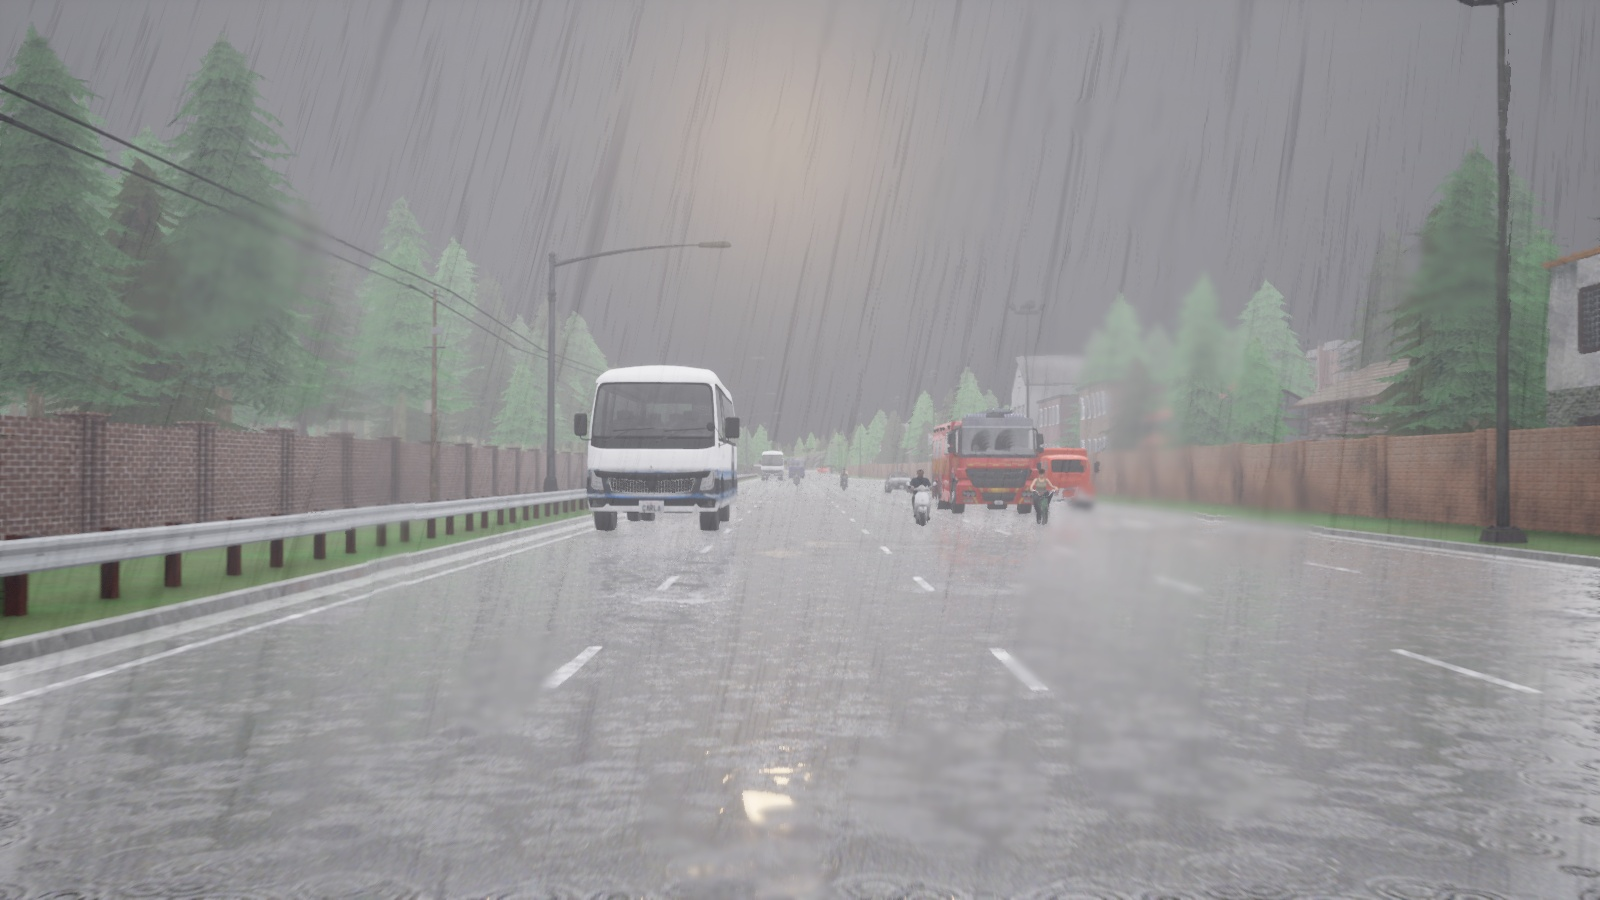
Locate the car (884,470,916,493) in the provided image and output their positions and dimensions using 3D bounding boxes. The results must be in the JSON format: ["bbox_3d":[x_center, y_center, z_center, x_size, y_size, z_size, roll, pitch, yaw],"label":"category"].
[{"bbox_3d":[6.789,2.138,85.802,1.816,1.474,4.193,0,-1,0],"label":"car"}]

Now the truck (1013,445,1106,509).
[{"bbox_3d":[10.373,1.075,50.634,2.627,2.467,5.204,0,-1,0],"label":"truck"}]

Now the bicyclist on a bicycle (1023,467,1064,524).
[{"bbox_3d":[6.917,1.280,35.763,0.866,1.612,1.509,0,-1,0],"label":"bicyclist on a bicycle"}]

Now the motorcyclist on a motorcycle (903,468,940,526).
[{"bbox_3d":[3.412,1.306,35.485,0.866,1.590,1.817,0,-1,0],"label":"motorcyclist on a motorcycle"}]

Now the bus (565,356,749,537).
[{"bbox_3d":[-3.591,-0.007,34.755,3.944,4.253,10.273,0,-1,0],"label":"bus"}]

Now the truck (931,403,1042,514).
[{"bbox_3d":[6.878,0.361,47.463,2.891,3.827,8.468,0,-1,0],"label":"truck"}]
